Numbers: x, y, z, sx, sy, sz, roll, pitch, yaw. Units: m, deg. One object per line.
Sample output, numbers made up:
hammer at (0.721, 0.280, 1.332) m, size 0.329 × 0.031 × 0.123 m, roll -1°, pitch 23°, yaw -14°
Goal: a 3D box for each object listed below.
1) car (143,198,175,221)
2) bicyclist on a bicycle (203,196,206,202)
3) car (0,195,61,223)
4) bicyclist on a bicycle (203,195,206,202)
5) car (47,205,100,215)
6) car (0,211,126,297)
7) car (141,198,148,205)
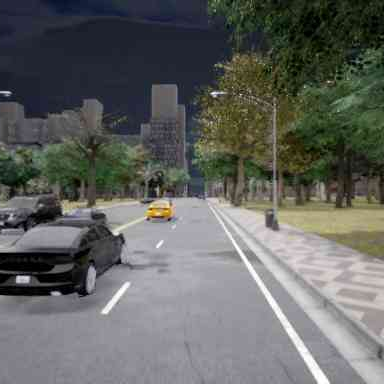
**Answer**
car at (-2.514, 1.499, 27.789) m, size 1.882 × 1.535 × 5.008 m, roll 0°, pitch 0°, yaw 2°
bicyclist on a bicycle at (3.420, 1.793, 91.158) m, size 0.866 × 1.612 × 1.509 m, roll 0°, pitch -1°, yaw 2°
car at (-9.466, 1.229, 19.415) m, size 2.150 × 2.045 × 5.566 m, roll 0°, pitch 0°, yaw 2°
bicyclist on a bicycle at (3.156, 1.653, 82.149) m, size 0.659 × 1.776 × 1.843 m, roll 0°, pitch 0°, yaw 2°
car at (-6.225, 1.571, 19.056) m, size 1.994 × 1.385 × 4.181 m, roll 0°, pitch 0°, yaw 2°
car at (-3.079, 1.478, 8.669) m, size 1.882 × 1.535 × 5.008 m, roll 0°, pitch 0°, yaw 2°
car at (-8.127, 1.754, 61.610) m, size 1.895 × 1.301 × 4.718 m, roll 0°, pitch 0°, yaw 2°
